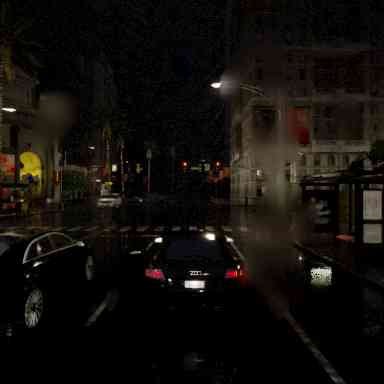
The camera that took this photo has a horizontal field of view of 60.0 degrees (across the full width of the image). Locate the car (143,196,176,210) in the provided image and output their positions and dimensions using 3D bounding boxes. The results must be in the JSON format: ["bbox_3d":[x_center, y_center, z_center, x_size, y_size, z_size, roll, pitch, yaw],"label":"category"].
[{"bbox_3d":[-4.244,1.564,42.583,1.994,1.385,4.181,0,0,-30],"label":"car"}]

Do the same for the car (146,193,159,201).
[{"bbox_3d":[-10.332,1.225,86.810,2.150,2.045,5.566,0,0,6],"label":"car"}]

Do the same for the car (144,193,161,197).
[{"bbox_3d":[-7.142,1.352,62.330,2.097,1.767,4.553,0,0,0],"label":"car"}]

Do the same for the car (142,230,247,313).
[{"bbox_3d":[0.053,1.564,7.749,1.994,1.385,4.181,0,0,0],"label":"car"}]

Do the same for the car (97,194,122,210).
[{"bbox_3d":[-10.662,1.221,43.550,2.150,2.045,5.566,0,0,0],"label":"car"}]

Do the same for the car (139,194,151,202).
[{"bbox_3d":[-10.608,1.355,75.824,2.097,1.767,4.553,0,0,0],"label":"car"}]

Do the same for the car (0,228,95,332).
[{"bbox_3d":[-3.452,1.492,6.816,2.128,1.511,4.902,0,0,0],"label":"car"}]

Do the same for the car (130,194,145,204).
[{"bbox_3d":[-10.631,1.547,63.788,2.033,1.411,5.357,0,0,0],"label":"car"}]
